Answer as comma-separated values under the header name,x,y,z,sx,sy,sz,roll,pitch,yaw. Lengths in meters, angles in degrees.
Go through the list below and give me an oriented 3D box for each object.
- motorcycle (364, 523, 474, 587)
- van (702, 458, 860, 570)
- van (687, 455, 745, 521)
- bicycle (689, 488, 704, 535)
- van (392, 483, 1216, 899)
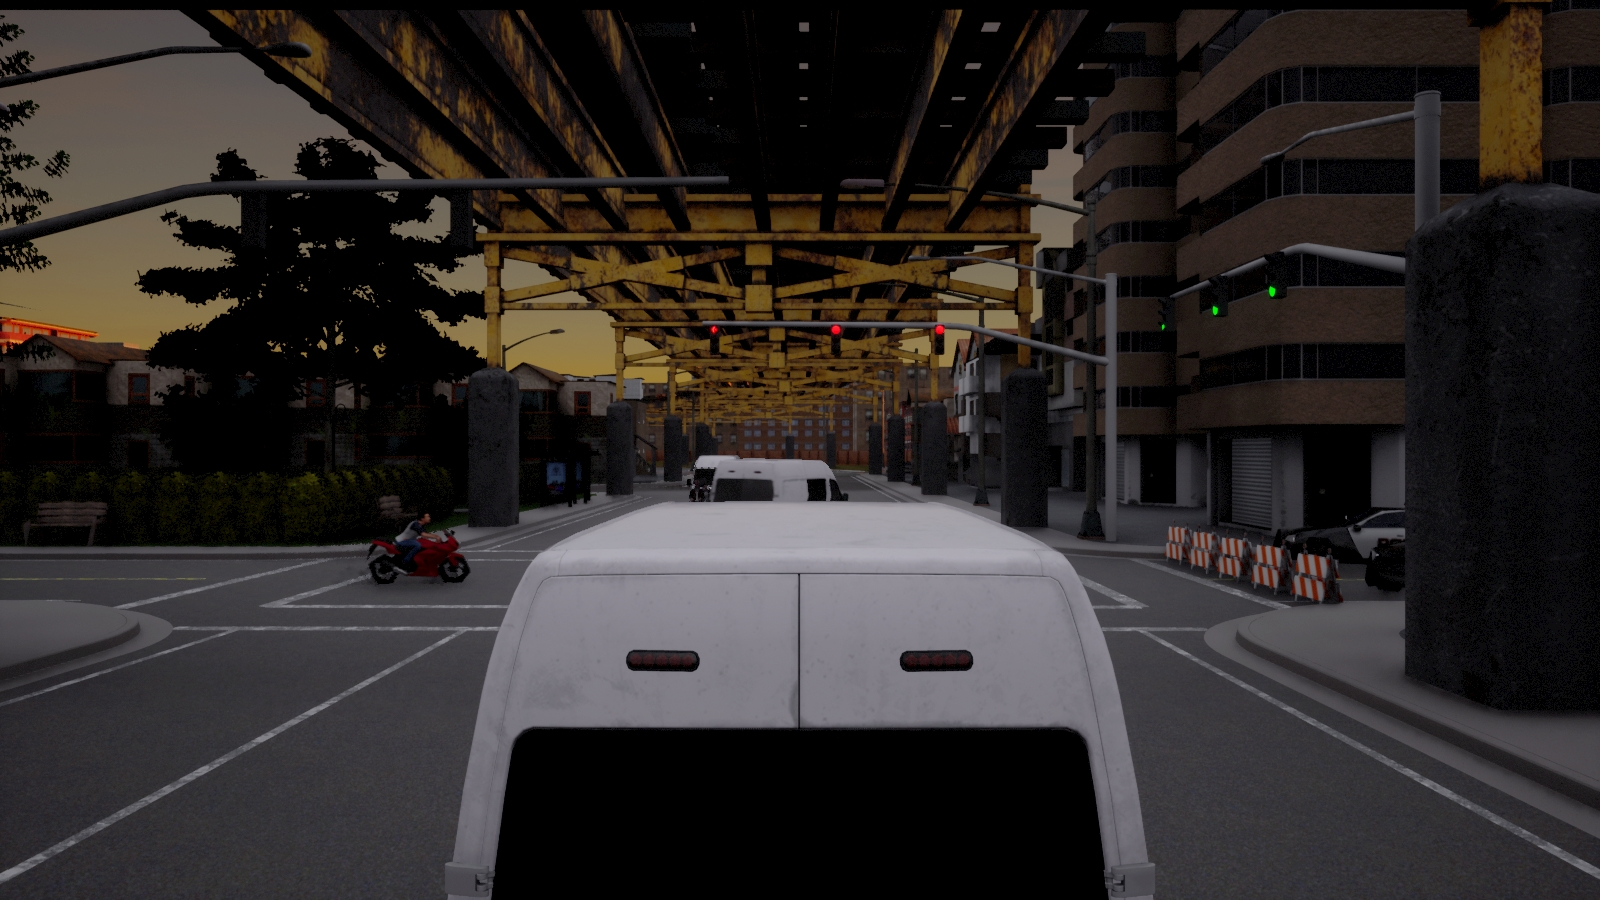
name,x,y,z,sx,sy,sz,roll,pitch,yaw
motorcycle,-7.863,2.163,23.643,2.033,1.224,0.803,0,0,-7
van,-0.327,1.521,29.944,1.988,2.561,5.915,1,0,21
van,-3.456,1.514,48.058,1.988,2.561,5.915,0,0,0
bicycle,-3.463,2.031,38.264,0.329,1.496,1.835,0,0,1
van,0.015,1.531,5.717,1.988,2.561,5.915,0,0,0
